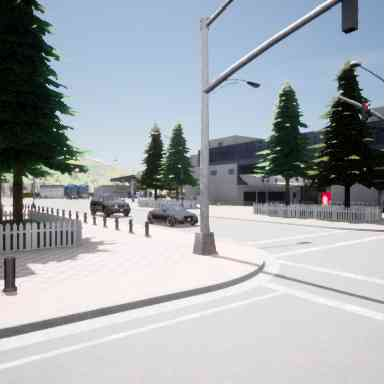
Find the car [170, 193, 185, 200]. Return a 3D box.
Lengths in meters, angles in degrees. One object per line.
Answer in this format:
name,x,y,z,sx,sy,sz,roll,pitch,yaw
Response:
car,-3.877,1.113,86.017,1.932,1.855,4.605,0,0,-37

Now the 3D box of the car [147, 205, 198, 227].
car,-1.401,1.579,22.884,1.994,1.385,4.181,0,0,-37

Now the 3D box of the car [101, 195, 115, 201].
car,-20.912,1.400,82.792,1.970,1.475,3.806,0,0,-37

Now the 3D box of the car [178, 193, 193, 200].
car,-1.789,1.092,88.079,1.905,1.878,3.866,0,0,-37

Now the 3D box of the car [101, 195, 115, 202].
car,-18.884,1.389,75.056,1.845,1.501,3.633,0,0,-37

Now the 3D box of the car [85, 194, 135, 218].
car,-7.837,1.237,31.401,2.150,2.045,5.566,0,0,-37
